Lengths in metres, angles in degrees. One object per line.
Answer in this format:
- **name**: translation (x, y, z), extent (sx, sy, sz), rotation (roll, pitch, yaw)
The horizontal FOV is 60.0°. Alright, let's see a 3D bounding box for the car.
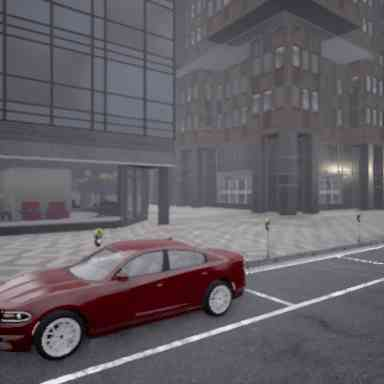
- **car**: translation (-1.021, 1.551, 5.923), extent (4.507, 1.381, 1.887), rotation (0, 0, -35)
